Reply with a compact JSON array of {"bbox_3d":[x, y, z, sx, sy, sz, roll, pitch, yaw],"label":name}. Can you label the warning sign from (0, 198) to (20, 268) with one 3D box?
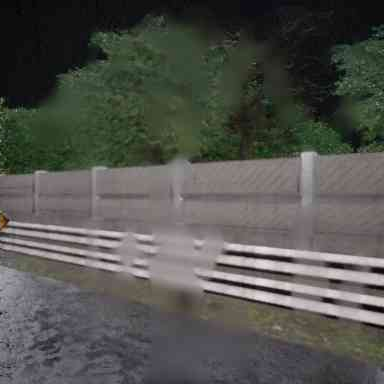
[{"bbox_3d":[-5.712,1.128,9.223,1.060,1.860,1.300,-1,0,36],"label":"warning sign"}]
